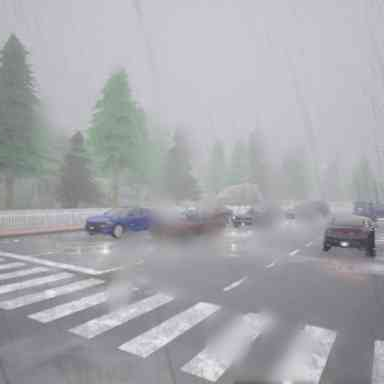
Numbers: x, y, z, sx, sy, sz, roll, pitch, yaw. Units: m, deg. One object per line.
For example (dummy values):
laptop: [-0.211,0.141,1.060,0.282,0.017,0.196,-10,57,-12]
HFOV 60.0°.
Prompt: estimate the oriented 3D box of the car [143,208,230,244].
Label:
car: [-0.081,1.714,16.848,1.895,1.301,4.718,2,-1,31]

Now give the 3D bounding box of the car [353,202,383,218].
car: [19.926,2.145,36.551,5.566,2.045,2.150,3,-1,-35]

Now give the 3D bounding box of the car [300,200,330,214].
car: [15.011,2.038,41.703,5.566,2.045,2.150,2,-1,-36]

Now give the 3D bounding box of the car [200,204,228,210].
car: [1.500,1.723,26.097,1.882,1.535,5.008,2,-1,32]

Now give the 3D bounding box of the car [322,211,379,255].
car: [7.220,1.837,15.093,1.837,1.490,4.892,2,-1,31]

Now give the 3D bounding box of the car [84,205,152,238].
car: [-3.487,1.491,17.935,1.882,1.535,5.008,2,-1,31]

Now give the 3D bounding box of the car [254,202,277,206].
car: [7.359,1.858,34.372,2.097,1.767,4.553,1,-1,41]

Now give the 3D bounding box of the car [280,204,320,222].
car: [10.574,2.160,32.811,1.994,1.385,4.181,1,-1,42]

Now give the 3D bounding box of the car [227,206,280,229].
car: [4.686,1.936,24.678,1.895,1.301,4.718,2,-1,32]
